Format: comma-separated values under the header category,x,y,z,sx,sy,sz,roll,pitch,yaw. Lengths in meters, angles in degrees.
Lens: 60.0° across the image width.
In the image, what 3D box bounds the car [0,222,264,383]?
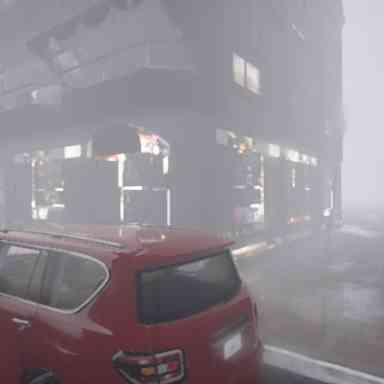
category,x,y,z,sx,sy,sz,roll,pitch,yaw
car,-1.620,1.300,4.045,5.009,1.841,2.192,0,-1,36
